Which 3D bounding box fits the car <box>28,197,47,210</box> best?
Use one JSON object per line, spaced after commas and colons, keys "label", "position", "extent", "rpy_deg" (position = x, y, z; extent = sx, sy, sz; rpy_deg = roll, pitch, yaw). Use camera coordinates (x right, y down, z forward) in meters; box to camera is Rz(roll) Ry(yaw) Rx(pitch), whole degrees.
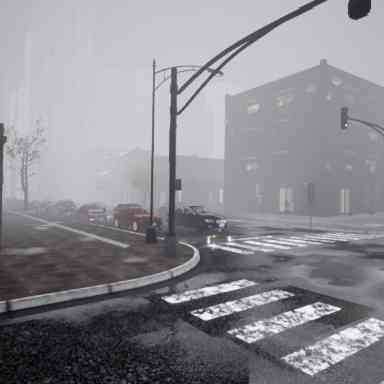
{"label": "car", "position": [-22.718, 1.892, 48.546], "extent": [1.752, 1.417, 4.829], "rpy_deg": [1, -1, -35]}

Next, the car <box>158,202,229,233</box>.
{"label": "car", "position": [0.247, 1.593, 20.335], "extent": [2.128, 1.511, 4.902], "rpy_deg": [1, -1, -35]}

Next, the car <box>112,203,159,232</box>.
{"label": "car", "position": [-3.426, 1.615, 20.831], "extent": [1.887, 1.381, 4.507], "rpy_deg": [1, -1, -35]}

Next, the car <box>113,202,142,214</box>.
{"label": "car", "position": [-8.338, 1.966, 42.921], "extent": [2.008, 1.369, 4.403], "rpy_deg": [1, -1, -35]}

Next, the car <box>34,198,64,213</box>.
{"label": "car", "position": [-18.041, 1.843, 41.785], "extent": [2.008, 1.369, 4.403], "rpy_deg": [1, -1, -35]}

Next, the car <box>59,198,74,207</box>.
{"label": "car", "position": [-25.233, 2.115, 66.872], "extent": [1.967, 1.590, 4.097], "rpy_deg": [1, -1, -35]}

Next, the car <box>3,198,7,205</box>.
{"label": "car", "position": [-38.441, 1.931, 71.144], "extent": [2.192, 1.841, 5.009], "rpy_deg": [1, -1, -35]}

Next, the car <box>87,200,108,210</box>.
{"label": "car", "position": [-14.820, 2.039, 52.098], "extent": [1.752, 1.417, 4.829], "rpy_deg": [1, -1, -35]}

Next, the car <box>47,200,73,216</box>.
{"label": "car", "position": [-13.741, 1.792, 35.585], "extent": [1.947, 1.339, 4.313], "rpy_deg": [1, -1, -35]}

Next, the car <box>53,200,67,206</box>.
{"label": "car", "position": [-28.403, 2.307, 71.405], "extent": [1.802, 1.307, 4.206], "rpy_deg": [1, -1, -35]}

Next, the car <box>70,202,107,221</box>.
{"label": "car", "position": [-8.584, 1.730, 28.207], "extent": [1.802, 1.307, 4.206], "rpy_deg": [1, -1, -35]}

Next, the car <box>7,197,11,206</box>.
{"label": "car", "position": [-35.272, 2.132, 66.606], "extent": [1.947, 1.339, 4.313], "rpy_deg": [1, -1, -35]}

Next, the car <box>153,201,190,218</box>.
{"label": "car", "position": [-2.134, 1.761, 34.060], "extent": [1.967, 1.590, 4.097], "rpy_deg": [1, -1, -35]}

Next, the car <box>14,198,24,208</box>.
{"label": "car", "position": [-29.113, 2.013, 57.785], "extent": [1.887, 1.381, 4.507], "rpy_deg": [1, -1, -35]}

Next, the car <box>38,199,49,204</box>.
{"label": "car", "position": [-38.012, 2.404, 85.149], "extent": [1.752, 1.417, 4.829], "rpy_deg": [1, -1, -35]}

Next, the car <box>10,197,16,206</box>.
{"label": "car", "position": [-32.101, 2.082, 62.072], "extent": [1.947, 1.339, 4.313], "rpy_deg": [1, -1, -35]}
